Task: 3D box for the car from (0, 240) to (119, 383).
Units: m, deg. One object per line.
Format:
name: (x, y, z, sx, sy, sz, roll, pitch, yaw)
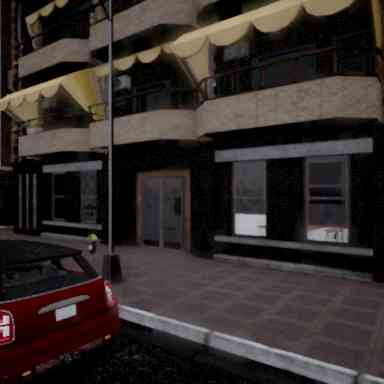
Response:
car: (-3.067, 1.454, 5.063, 4.097, 1.590, 1.967, 0, 0, 36)
